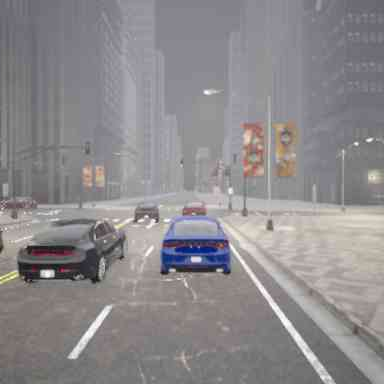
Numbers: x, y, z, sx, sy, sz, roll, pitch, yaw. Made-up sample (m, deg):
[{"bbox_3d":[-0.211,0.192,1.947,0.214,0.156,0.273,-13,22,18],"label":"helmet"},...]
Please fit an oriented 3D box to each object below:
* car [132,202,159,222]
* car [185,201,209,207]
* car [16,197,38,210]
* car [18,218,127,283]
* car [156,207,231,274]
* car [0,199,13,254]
[{"bbox_3d":[-3.655,1.529,26.378,1.837,1.490,4.892,1,0,-9],"label":"car"},{"bbox_3d":[0.351,1.502,27.436,1.882,1.535,5.008,0,0,6],"label":"car"},{"bbox_3d":[-20.648,1.297,39.522,4.097,1.590,1.967,1,0,0],"label":"car"},{"bbox_3d":[-3.148,1.514,9.669,1.837,1.490,4.892,0,0,0],"label":"car"},{"bbox_3d":[0.102,1.486,10.598,1.882,1.535,5.008,0,0,0],"label":"car"},{"bbox_3d":[-6.559,1.229,7.408,2.150,2.045,5.566,0,0,0],"label":"car"}]
